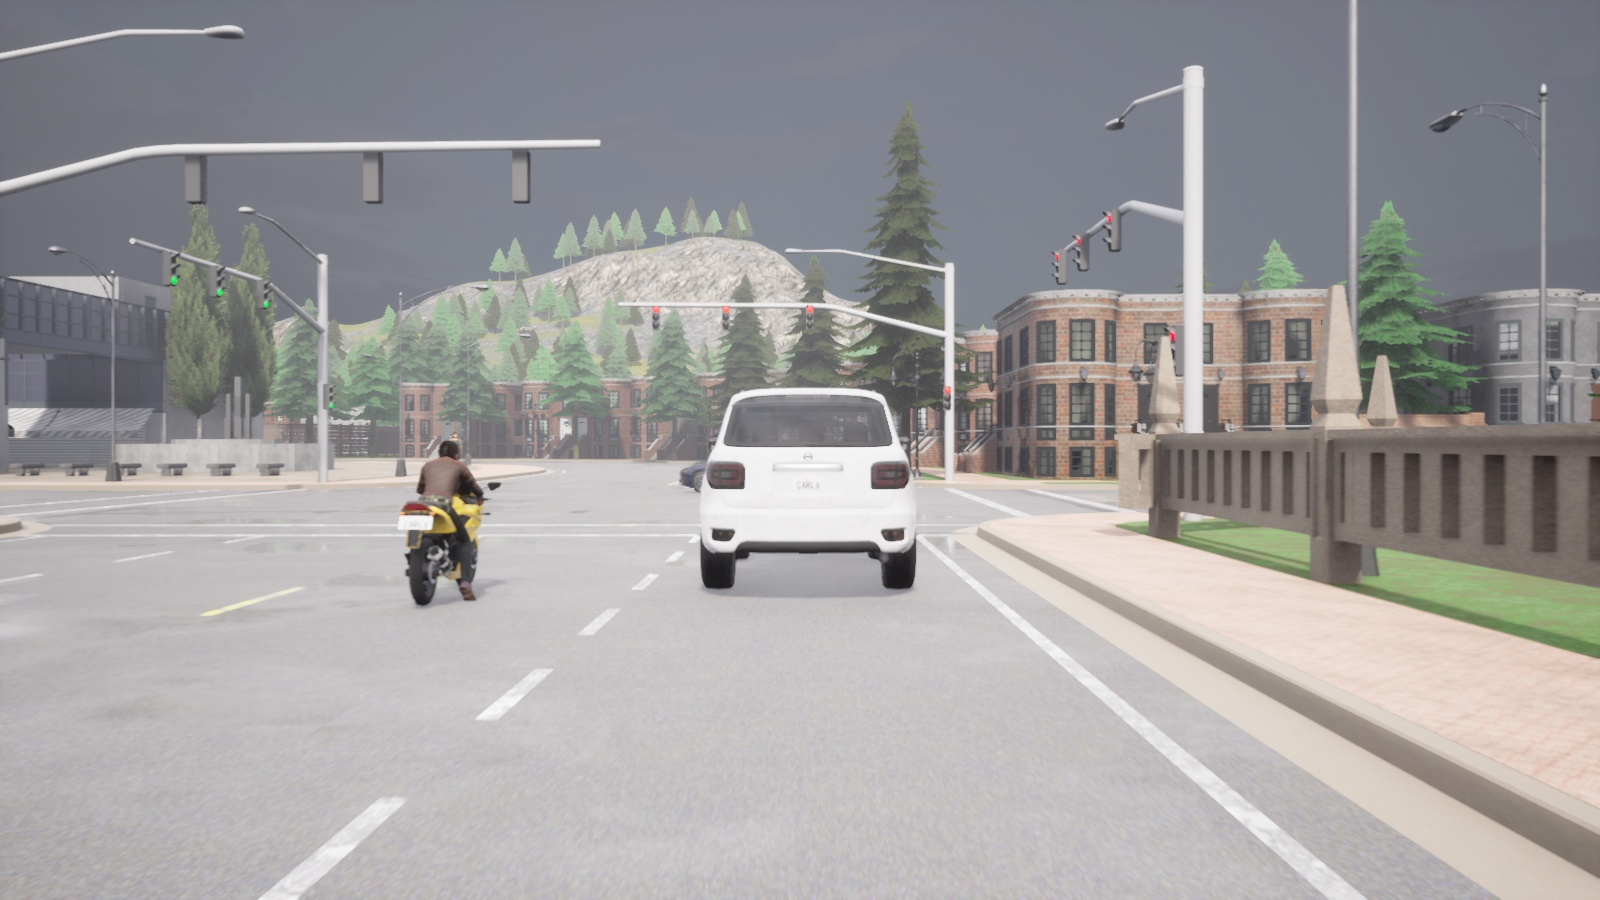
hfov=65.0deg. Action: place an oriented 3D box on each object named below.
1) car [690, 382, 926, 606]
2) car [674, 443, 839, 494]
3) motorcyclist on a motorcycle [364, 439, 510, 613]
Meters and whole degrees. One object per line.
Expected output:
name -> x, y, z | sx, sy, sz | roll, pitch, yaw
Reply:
car -> 0.095, 0.385, 14.263 | 2.150, 2.045, 5.566 | 0, 0, 0
car -> -1.259, 0.534, 37.469 | 4.792, 1.488, 2.163 | 0, 0, 0
motorcyclist on a motorcycle -> -3.417, 0.658, 12.022 | 0.797, 1.523, 2.044 | 0, 0, 0
